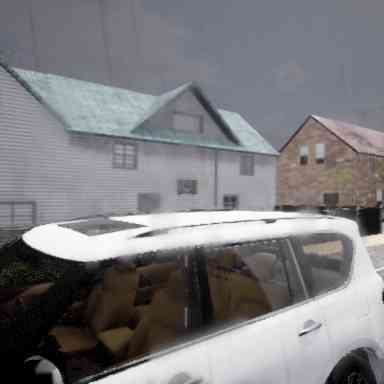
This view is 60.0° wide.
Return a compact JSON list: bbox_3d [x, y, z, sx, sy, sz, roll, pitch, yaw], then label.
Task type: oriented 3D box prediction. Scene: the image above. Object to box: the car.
[{"bbox_3d":[-0.570,1.223,2.656,5.566,2.045,2.150,0,0,-35],"label":"car"}]
